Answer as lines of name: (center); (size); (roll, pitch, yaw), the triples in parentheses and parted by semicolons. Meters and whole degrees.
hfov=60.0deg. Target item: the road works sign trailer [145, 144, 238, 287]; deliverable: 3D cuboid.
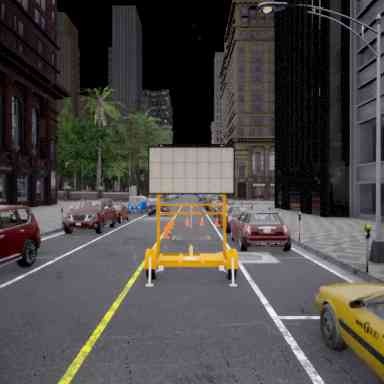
road works sign trailer: (-0.016, 0.464, 9.327); (2.380, 3.560, 2.880); (0, 0, 0)

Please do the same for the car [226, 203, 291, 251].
car: (2.735, 1.440, 14.057); (1.967, 1.590, 4.097); (0, 0, 0)

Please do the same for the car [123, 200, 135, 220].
car: (-5.808, 1.548, 24.906); (1.887, 1.381, 4.507); (0, 0, 0)

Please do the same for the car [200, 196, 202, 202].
car: (2.672, 1.576, 52.033); (1.947, 1.339, 4.313); (0, 0, 0)

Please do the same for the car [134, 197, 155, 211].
car: (-5.836, 1.449, 41.185); (1.967, 1.590, 4.097); (0, 0, 0)

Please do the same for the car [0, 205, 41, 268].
car: (-5.782, 1.315, 8.628); (2.192, 1.841, 5.009); (0, 0, 0)

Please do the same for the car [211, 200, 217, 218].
car: (2.716, 1.548, 24.908); (1.887, 1.381, 4.507); (0, 0, 0)

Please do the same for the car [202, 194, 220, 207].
car: (2.689, 1.324, 41.183); (2.192, 1.841, 5.009); (0, 0, 0)

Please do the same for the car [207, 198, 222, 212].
car: (2.708, 1.556, 30.332); (2.008, 1.369, 4.403); (0, 0, 0)

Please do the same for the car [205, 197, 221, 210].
car: (2.699, 1.533, 35.928); (1.752, 1.417, 4.829); (0, 0, 0)

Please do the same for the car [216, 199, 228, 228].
car: (2.726, 1.441, 19.483); (1.967, 1.590, 4.097); (0, 0, 0)

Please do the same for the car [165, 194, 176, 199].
car: (-5.906, 1.556, 83.896); (2.008, 1.369, 4.403); (0, 0, 0)

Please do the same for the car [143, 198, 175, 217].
car: (-3.054, 1.554, 31.878); (2.033, 1.411, 5.357); (0, 0, 0)

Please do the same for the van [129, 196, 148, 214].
van: (-5.827, 1.349, 35.758); (1.690, 1.788, 3.998); (0, 0, 0)

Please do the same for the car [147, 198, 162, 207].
car: (-5.853, 1.593, 52.037); (1.802, 1.307, 4.206); (0, 0, 0)

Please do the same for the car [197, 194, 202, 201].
car: (2.629, 1.573, 78.470); (1.947, 1.339, 4.313); (0, 0, 0)

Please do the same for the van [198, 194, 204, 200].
van: (2.601, 1.341, 94.731); (1.690, 1.788, 3.998); (0, 0, 0)

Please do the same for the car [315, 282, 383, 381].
car: (2.753, 1.525, 3.378); (1.752, 1.417, 4.829); (0, 0, 0)

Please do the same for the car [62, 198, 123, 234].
car: (-5.800, 1.317, 19.480); (2.192, 1.841, 5.009); (0, 0, 0)
